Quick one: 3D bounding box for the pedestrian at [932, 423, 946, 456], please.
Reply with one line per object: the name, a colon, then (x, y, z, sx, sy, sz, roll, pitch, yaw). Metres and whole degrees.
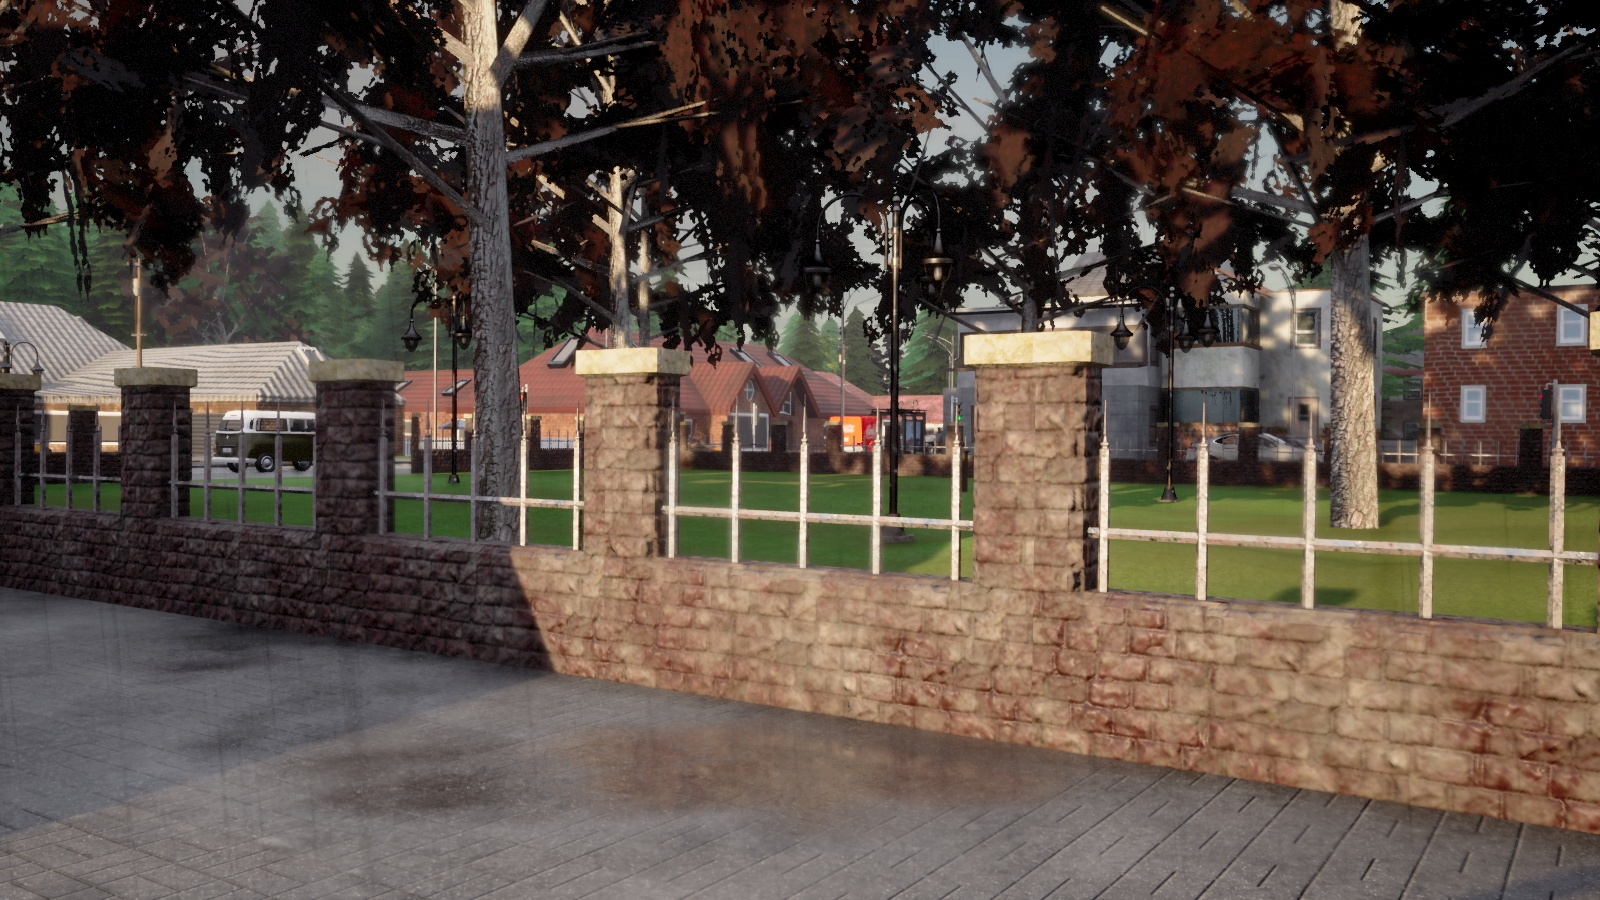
pedestrian: (7.948, -0.612, 71.881, 0.540, 1.848, 0.694, 0, 1, 28)

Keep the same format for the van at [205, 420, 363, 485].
van: (-17.129, 0.038, 41.871, 2.069, 2.038, 4.480, 0, 1, 32)

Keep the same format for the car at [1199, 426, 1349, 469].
car: (17.657, -0.112, 46.863, 4.902, 1.511, 2.128, 0, 1, 34)

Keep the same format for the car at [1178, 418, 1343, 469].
car: (15.818, -0.223, 43.176, 5.027, 1.651, 2.152, 0, 1, 31)

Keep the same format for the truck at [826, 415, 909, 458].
truck: (4.017, -0.799, 73.811, 2.627, 2.467, 5.204, 0, 1, 34)

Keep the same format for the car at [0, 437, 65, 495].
car: (-22.672, 0.457, 33.476, 1.882, 1.535, 5.008, 0, 1, 32)

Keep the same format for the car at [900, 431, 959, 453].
car: (9.185, -0.564, 88.792, 2.163, 1.488, 4.792, 0, 1, 34)
